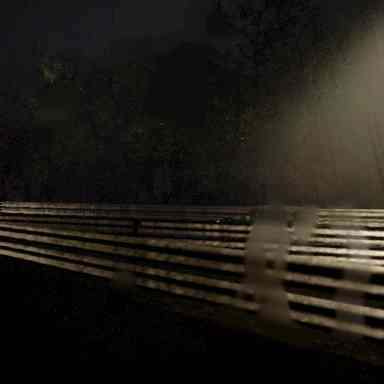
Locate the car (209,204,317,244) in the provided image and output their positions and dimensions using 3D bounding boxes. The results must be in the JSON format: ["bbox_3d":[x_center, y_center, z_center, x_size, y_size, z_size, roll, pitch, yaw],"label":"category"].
[{"bbox_3d":[3.062,1.386,14.500,4.553,1.767,2.097,0,0,22],"label":"car"}]
